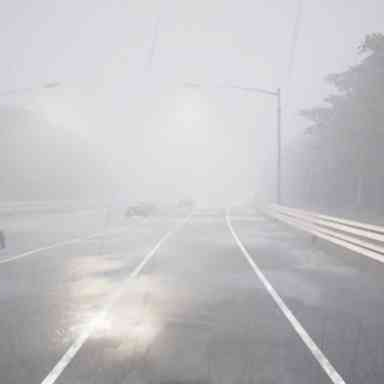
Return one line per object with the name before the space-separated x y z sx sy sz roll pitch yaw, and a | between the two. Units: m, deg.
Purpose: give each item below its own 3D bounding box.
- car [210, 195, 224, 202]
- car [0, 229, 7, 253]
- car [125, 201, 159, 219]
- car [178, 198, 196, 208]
car | 5.293 1.467 75.659 2.128 1.511 4.902 0 0 12
car | -8.312 1.582 10.814 2.128 1.511 4.902 0 0 12
car | -4.390 1.537 29.518 1.812 1.442 4.674 -1 0 12
car | -0.687 1.515 47.138 1.812 1.442 4.674 0 0 12
